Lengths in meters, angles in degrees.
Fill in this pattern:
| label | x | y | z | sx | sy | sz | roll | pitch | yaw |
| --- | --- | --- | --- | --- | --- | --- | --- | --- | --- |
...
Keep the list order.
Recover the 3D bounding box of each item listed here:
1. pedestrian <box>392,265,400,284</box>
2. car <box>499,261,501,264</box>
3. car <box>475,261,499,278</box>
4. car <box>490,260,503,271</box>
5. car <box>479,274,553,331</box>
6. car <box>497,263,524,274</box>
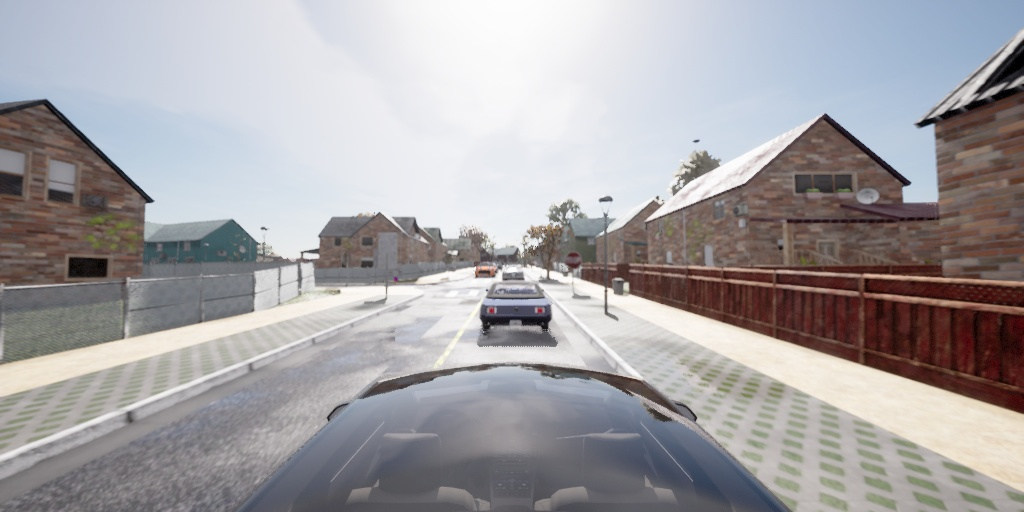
| label | x | y | z | sx | sy | sz | roll | pitch | yaw |
| --- | --- | --- | --- | --- | --- | --- | --- | --- | --- |
| pedestrian | -9.920 | 1.406 | 30.607 | 0.375 | 1.860 | 0.375 | 0 | -2 | 5 |
| car | -2.853 | 1.722 | 50.265 | 2.033 | 1.411 | 5.357 | 0 | -1 | 0 |
| car | -2.855 | 1.415 | 39.270 | 2.097 | 1.767 | 4.553 | 0 | -1 | 0 |
| car | -2.802 | 1.688 | 64.308 | 2.097 | 1.767 | 4.553 | 0 | -1 | 0 |
| car | 0.097 | 1.419 | 11.271 | 1.895 | 1.301 | 4.718 | 0 | 0 | 0 |
| car | 0.076 | 1.558 | 30.244 | 2.033 | 1.411 | 5.357 | -2 | 0 | 0 |
